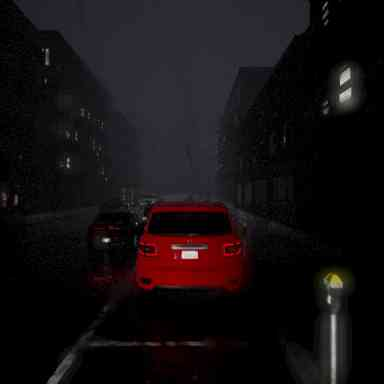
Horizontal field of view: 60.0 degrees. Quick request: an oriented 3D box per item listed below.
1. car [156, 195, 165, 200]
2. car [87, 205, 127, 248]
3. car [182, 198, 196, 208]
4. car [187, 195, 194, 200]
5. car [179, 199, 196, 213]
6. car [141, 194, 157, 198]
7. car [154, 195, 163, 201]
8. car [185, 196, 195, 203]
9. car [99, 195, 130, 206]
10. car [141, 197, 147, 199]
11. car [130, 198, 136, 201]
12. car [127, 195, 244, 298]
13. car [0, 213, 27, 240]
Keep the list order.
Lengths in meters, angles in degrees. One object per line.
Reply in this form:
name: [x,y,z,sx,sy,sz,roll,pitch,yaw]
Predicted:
car: [-8.834,1.538,93.519,2.008,1.369,4.403,0,0,0]
car: [-3.145,1.518,14.614,1.837,1.490,4.892,0,0,0]
car: [-0.454,1.542,48.426,1.887,1.381,4.507,0,0,0]
car: [-0.452,1.513,93.685,1.752,1.417,4.829,0,0,0]
car: [-0.454,1.524,37.323,1.752,1.417,4.829,0,0,0]
car: [-6.146,1.325,48.585,2.150,2.045,5.566,0,0,0]
car: [-8.834,1.540,87.882,2.008,1.369,4.403,0,0,0]
car: [-0.453,1.544,70.970,2.008,1.369,4.403,0,0,0]
car: [-8.833,1.314,37.157,2.192,1.841,5.009,0,0,0]
car: [-3.145,1.496,29.614,2.128,1.511,4.902,0,0,0]
car: [-8.834,1.438,42.793,1.967,1.590,4.097,0,0,0]
car: [-0.038,1.228,8.679,2.150,2.045,5.566,0,0,0]
car: [-8.835,1.582,14.612,1.802,1.307,4.206,0,0,0]
